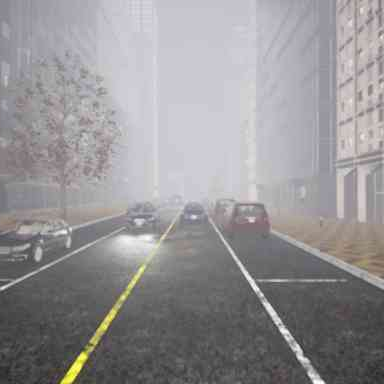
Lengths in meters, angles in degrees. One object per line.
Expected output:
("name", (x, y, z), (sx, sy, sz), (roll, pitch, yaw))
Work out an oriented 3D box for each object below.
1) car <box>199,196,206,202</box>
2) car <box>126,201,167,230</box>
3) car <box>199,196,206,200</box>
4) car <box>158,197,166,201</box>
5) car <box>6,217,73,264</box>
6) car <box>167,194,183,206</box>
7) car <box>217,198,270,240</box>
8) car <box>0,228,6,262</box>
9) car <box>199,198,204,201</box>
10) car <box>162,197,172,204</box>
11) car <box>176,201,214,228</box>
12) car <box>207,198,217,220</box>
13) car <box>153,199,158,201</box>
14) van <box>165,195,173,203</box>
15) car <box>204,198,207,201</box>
("car", (2.857, 1.807, 91.545), (1.967, 1.590, 4.097), (0, 0, 0))
("car", (-3.060, 1.592, 21.807), (2.128, 1.511, 4.902), (0, 0, 0))
("car", (2.816, 1.853, 68.777), (1.947, 1.339, 4.313), (0, 0, 0))
("car", (-5.595, 1.806, 51.727), (1.802, 1.307, 4.206), (0, 0, 0))
("car", (-5.666, 1.607, 11.883), (2.008, 1.369, 4.403), (0, 0, 0))
("car", (-2.907, 1.488, 62.966), (2.150, 2.045, 5.566), (0, 0, 1))
("car", (2.726, 1.396, 17.549), (2.192, 1.841, 5.009), (0, 0, 0))
("car", (-5.676, 1.555, 6.019), (1.752, 1.417, 4.829), (0, 0, 0))
("car", (0.173, 1.746, 41.240), (1.994, 1.385, 4.181), (0, 0, 0))
("car", (-5.555, 1.853, 74.497), (1.887, 1.381, 4.507), (0, 0, 0))
("car", (0.141, 1.610, 23.148), (2.163, 1.488, 4.792), (0, 0, 0))
("car", (2.746, 1.446, 28.934), (2.192, 1.841, 5.009), (0, 0, 0))
("car", (-5.615, 1.745, 40.344), (1.947, 1.339, 4.313), (0, 0, 0))
("van", (-5.544, 1.670, 80.190), (1.690, 1.788, 3.998), (0, 0, 0))
("car", (2.766, 1.704, 40.486), (1.752, 1.417, 4.829), (0, 0, 0))
